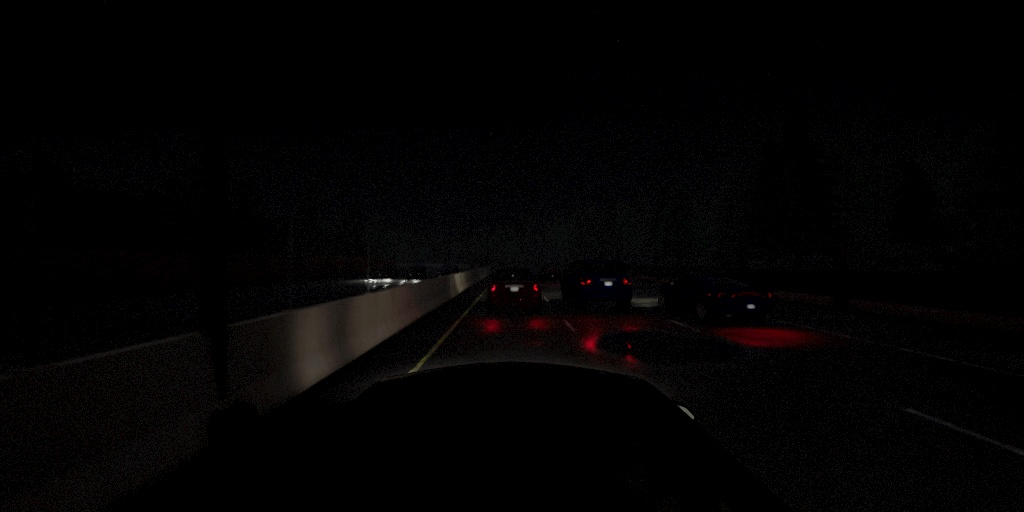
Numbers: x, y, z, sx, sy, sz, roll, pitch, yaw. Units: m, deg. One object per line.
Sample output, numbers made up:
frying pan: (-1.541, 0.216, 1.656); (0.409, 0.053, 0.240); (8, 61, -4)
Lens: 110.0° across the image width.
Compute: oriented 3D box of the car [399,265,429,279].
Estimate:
car: (-10.604, 1.776, 39.945); (1.837, 1.490, 4.892); (0, -1, 0)

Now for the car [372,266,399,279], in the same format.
car: (-14.104, 1.839, 40.283); (1.994, 1.385, 4.181); (0, -1, 0)

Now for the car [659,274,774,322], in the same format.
car: (7.097, 1.383, 13.122); (1.882, 1.535, 5.008); (0, -1, 0)

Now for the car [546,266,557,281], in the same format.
car: (3.590, 1.670, 34.208); (1.882, 1.535, 5.008); (0, -1, 0)

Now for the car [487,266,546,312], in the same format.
car: (0.096, 1.290, 15.474); (2.097, 1.767, 4.553); (0, -1, 0)

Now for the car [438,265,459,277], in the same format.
car: (-7.102, 1.760, 40.834); (1.882, 1.535, 5.008); (0, -1, 0)

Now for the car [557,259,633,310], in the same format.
car: (3.596, 1.167, 16.059); (2.150, 2.045, 5.566); (0, -1, 0)
